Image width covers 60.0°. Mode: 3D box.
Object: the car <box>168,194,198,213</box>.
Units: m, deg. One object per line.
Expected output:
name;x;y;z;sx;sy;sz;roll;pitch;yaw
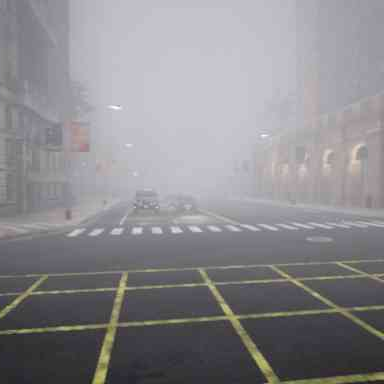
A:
car;-0.669;1.063;30.465;2.128;1.511;4.902;-1;1;-8

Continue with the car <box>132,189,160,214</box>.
car;-4.179;0.838;30.246;2.150;2.045;5.566;-1;1;-8

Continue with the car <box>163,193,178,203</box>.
car;-3.272;0.920;50.577;1.895;1.301;4.718;-1;1;-7

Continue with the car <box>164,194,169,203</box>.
car;-1.977;0.995;40.351;2.033;1.411;5.357;-1;1;-7

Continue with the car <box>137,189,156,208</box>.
car;-5.498;0.711;40.325;2.150;2.045;5.566;-1;1;-7

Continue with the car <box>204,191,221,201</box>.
car;3.328;0.543;54.062;2.097;1.767;4.553;-1;1;-7
